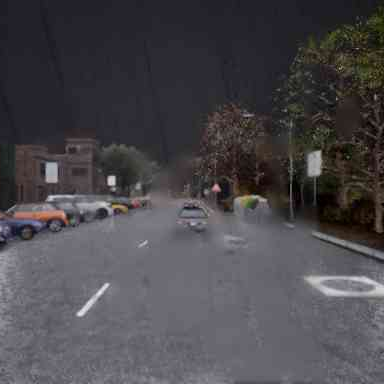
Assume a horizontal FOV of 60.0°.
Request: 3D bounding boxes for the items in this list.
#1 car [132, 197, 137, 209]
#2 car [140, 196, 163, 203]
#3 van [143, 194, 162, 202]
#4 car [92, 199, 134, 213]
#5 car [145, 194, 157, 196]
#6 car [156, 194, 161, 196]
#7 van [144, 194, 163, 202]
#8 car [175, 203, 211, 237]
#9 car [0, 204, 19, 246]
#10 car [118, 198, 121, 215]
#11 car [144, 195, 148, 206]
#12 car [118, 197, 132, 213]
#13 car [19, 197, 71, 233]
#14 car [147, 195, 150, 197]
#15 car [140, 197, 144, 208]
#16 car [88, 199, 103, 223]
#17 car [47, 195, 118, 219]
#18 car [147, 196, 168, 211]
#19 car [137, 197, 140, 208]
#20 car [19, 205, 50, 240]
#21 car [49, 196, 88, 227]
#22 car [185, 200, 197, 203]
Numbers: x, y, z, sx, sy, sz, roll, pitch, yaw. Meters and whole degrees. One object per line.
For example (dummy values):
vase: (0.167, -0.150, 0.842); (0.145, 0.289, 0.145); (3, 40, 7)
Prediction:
car: (-9.425, 1.299, 36.809); (5.566, 2.045, 2.435); (-1, -1, -20)
car: (-9.574, 1.699, 78.815); (5.008, 1.535, 2.097); (-1, 0, -21)
van: (-9.712, 1.450, 81.760); (4.442, 1.987, 1.878); (-1, 1, -21)
car: (-9.429, 1.600, 39.786); (4.674, 1.452, 2.002); (-1, 0, -20)
car: (-9.465, 1.653, 60.795); (4.892, 1.521, 2.231); (-1, -1, -20)
car: (-9.294, 1.661, 63.861); (5.366, 1.575, 1.946); (-1, -1, -20)
van: (-9.746, 1.425, 84.760); (4.442, 1.987, 1.878); (-1, 1, -21)
car: (0.031, 1.568, 18.255); (2.033, 1.411, 5.357); (0, 0, 0)
car: (-9.481, 1.375, 12.759); (4.553, 1.767, 2.185); (-1, 0, -20)
car: (-9.411, 1.562, 30.792); (4.792, 1.488, 2.163); (-1, 0, -20)
car: (-9.405, 1.624, 48.803); (4.792, 1.488, 2.163); (-1, -1, -20)
car: (-9.263, 1.536, 33.850); (5.366, 1.575, 1.946); (-1, 0, -20)
car: (-9.417, 1.382, 18.776); (4.553, 1.767, 2.185); (-1, 0, -20)
car: (-9.438, 1.649, 51.795); (4.674, 1.452, 2.002); (-1, -1, -20)
car: (-9.464, 1.458, 45.784); (4.553, 1.767, 2.185); (-1, -1, -20)
car: (-9.419, 1.548, 24.791); (4.792, 1.488, 2.163); (-1, 0, -20)
car: (-9.420, 1.274, 27.792); (5.566, 2.045, 2.435); (-1, 0, -20)
car: (-4.203, 1.611, 42.755); (1.812, 1.442, 4.674); (0, 0, 0)
car: (-9.465, 1.446, 42.783); (4.553, 1.767, 2.185); (-1, 0, -20)
car: (-9.449, 1.544, 15.767); (4.674, 1.452, 2.002); (-1, 0, -20)
car: (-9.415, 1.387, 21.777); (4.553, 1.767, 2.185); (-1, 0, -20)
car: (-0.122, 1.685, 42.552); (1.895, 1.301, 4.718); (0, 0, 0)
